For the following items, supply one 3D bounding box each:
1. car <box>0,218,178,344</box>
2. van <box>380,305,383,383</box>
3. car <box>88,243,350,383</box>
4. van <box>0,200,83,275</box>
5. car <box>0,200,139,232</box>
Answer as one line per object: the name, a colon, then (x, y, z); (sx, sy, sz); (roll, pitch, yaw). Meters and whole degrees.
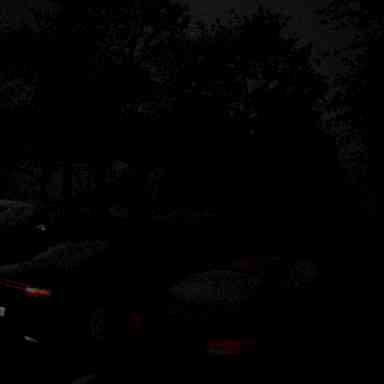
car: (-1.216, 1.491, 6.621); (2.097, 1.535, 5.008); (0, 0, 36)
van: (3.263, 1.253, 3.576); (1.878, 1.987, 4.442); (0, 0, 36)
car: (1.042, 1.525, 5.015); (2.002, 1.452, 4.674); (0, 0, 35)
van: (-5.757, 1.278, 10.011); (1.878, 1.987, 4.442); (0, 0, 36)
car: (-3.586, 1.246, 8.284); (2.435, 2.045, 5.566); (0, 0, 36)
